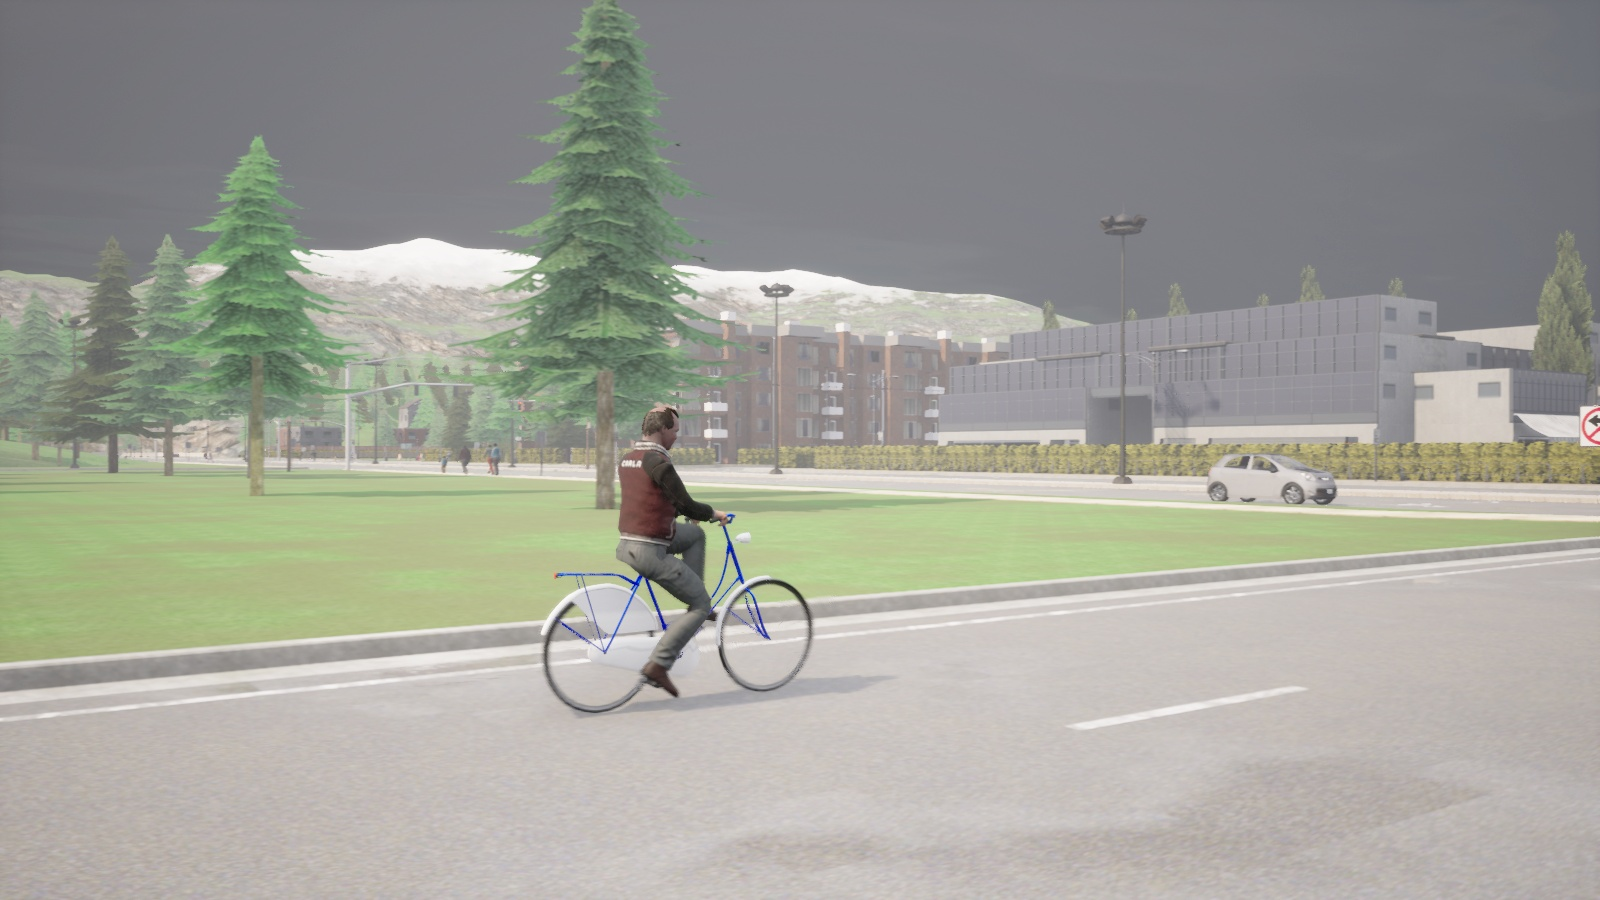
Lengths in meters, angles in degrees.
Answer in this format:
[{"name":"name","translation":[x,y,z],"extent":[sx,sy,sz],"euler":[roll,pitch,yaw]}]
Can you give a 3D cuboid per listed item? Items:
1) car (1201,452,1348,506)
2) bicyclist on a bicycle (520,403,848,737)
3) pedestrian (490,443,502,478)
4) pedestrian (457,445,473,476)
[{"name":"car","translation":[13.892,0.820,36.942],"extent":[1.845,1.501,3.633],"euler":[0,0,-36]},{"name":"bicyclist on a bicycle","translation":[-0.656,0.635,7.467],"extent":[1.843,1.776,0.659],"euler":[0,0,-35]},{"name":"pedestrian","translation":[-16.998,0.592,70.184],"extent":[0.396,1.930,0.692],"euler":[0,0,-35]},{"name":"pedestrian","translation":[-19.816,0.608,74.278],"extent":[0.634,1.844,0.899],"euler":[0,0,-34]}]
